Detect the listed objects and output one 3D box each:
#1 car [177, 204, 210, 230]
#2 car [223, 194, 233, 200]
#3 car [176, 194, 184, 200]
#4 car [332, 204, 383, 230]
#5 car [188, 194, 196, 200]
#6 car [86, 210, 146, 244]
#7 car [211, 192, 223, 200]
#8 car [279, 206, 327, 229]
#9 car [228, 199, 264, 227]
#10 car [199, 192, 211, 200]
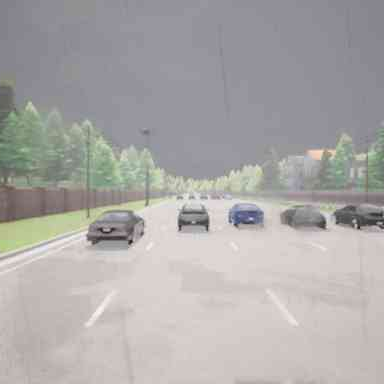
[{"bbox_3d":[0.093,1.501,21.108,2.128,1.511,4.902,0,0,0],"label":"car"},{"bbox_3d":[10.471,1.561,94.792,1.812,1.442,4.674,0,0,0],"label":"car"},{"bbox_3d":[-3.529,1.536,94.371,1.837,1.490,4.892,0,0,0],"label":"car"},{"bbox_3d":[10.593,1.514,21.178,1.837,1.490,4.892,0,0,0],"label":"car"},{"bbox_3d":[-0.029,1.536,94.372,1.837,1.490,4.892,0,0,0],"label":"car"},{"bbox_3d":[-3.406,1.555,15.772,2.033,1.411,5.357,0,0,0],"label":"car"},{"bbox_3d":[6.971,1.392,94.761,2.097,1.767,4.553,0,0,0],"label":"car"},{"bbox_3d":[7.093,1.574,21.660,1.994,1.385,4.181,0,0,0],"label":"car"},{"bbox_3d":[3.594,1.488,22.709,1.882,1.535,5.008,0,0,0],"label":"car"},{"bbox_3d":[3.471,1.392,94.760,2.097,1.767,4.553,0,0,0],"label":"car"}]
